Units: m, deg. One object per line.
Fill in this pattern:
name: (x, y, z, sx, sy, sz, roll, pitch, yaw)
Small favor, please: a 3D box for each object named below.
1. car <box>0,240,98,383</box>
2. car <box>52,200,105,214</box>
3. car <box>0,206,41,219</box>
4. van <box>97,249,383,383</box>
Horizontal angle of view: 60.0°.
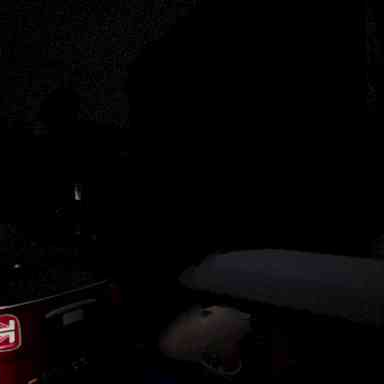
car: (-2.925, 1.441, 4.901, 4.097, 1.590, 1.967, 0, 0, 35)
car: (-11.741, 1.519, 34.853, 2.033, 1.411, 5.357, -1, 0, 35)
car: (-14.412, 1.445, 25.978, 1.882, 1.535, 5.008, -1, 0, 35)
van: (1.504, 1.341, 1.746, 3.998, 1.788, 1.690, 0, 0, 35)
